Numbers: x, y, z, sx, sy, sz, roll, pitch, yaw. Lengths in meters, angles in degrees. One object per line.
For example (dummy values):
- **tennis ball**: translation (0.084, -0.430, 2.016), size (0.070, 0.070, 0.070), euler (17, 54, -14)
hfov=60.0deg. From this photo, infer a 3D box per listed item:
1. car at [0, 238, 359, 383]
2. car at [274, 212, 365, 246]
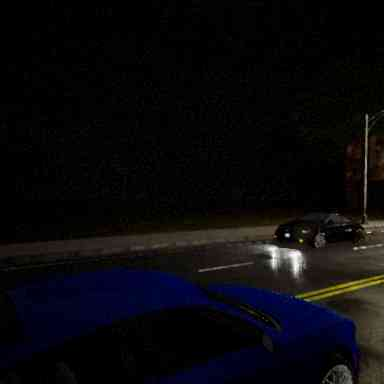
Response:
- **car**: translation (-0.487, 1.480, 2.951), size (5.008, 1.535, 1.882), euler (0, 0, -35)
- **car**: translation (5.672, 1.602, 14.733), size (4.181, 1.385, 1.994), euler (0, 0, -30)
